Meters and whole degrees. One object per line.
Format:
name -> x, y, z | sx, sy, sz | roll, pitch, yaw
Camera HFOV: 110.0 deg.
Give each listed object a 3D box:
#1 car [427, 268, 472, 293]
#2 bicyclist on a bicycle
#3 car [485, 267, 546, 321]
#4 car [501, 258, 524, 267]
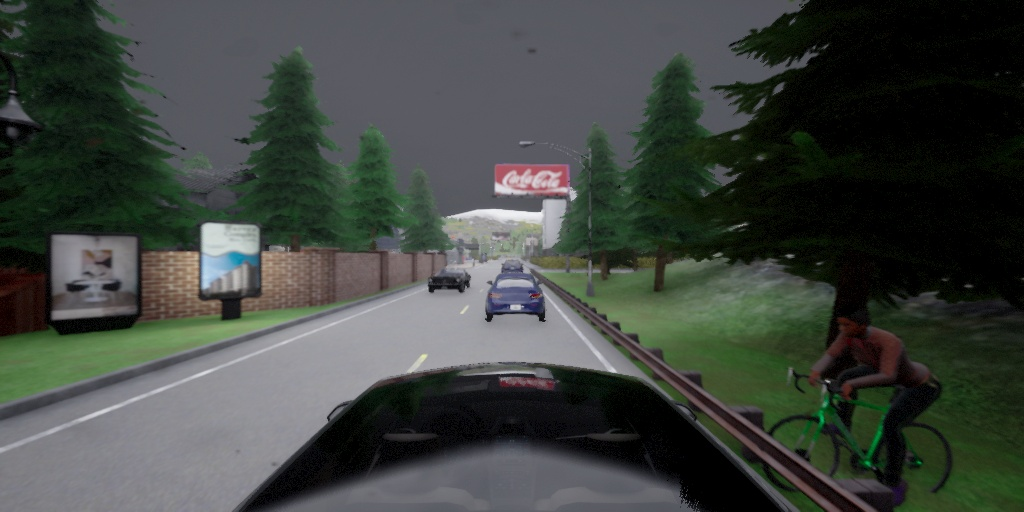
car -> -3.517, 1.355, 20.793 | 1.895, 1.301, 4.718 | 0, 0, 0
bicyclist on a bicycle -> 2.954, 1.249, 3.027 | 1.656, 1.620, 0.582 | 4, 2, -1
car -> 0.107, 1.278, 12.362 | 1.812, 1.442, 4.674 | 0, 0, 0
car -> 0.054, 1.108, 34.176 | 2.097, 1.767, 4.553 | 0, 0, 0
